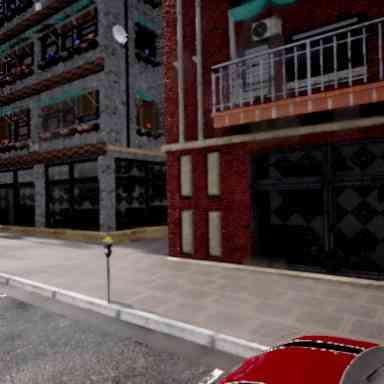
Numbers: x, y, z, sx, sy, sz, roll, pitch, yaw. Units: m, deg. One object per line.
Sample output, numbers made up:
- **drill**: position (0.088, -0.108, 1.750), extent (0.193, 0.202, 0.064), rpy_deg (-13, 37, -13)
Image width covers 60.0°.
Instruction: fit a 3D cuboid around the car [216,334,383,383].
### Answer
- **car**: position (1.828, 1.435, 1.590), extent (4.097, 1.590, 1.967), rpy_deg (-1, -1, 36)
